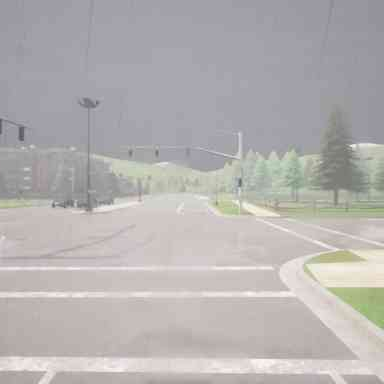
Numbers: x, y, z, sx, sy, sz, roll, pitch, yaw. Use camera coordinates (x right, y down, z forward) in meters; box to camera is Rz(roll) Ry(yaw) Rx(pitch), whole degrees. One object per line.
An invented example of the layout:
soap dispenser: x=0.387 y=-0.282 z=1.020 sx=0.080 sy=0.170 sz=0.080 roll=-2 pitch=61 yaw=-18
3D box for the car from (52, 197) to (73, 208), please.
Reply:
car: x=-18.438 y=1.491 z=47.741 sx=2.128 sy=1.511 sz=4.902 roll=0 pitch=0 yaw=0

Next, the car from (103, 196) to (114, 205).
car: x=-14.920 y=1.504 z=58.203 sx=1.837 sy=1.490 sz=4.892 roll=0 pitch=0 yaw=0

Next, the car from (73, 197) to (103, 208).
car: x=-14.934 y=1.547 z=48.121 sx=2.033 sy=1.411 sz=5.357 roll=0 pitch=0 yaw=0

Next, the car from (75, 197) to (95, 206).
car: x=-18.421 y=1.563 z=57.494 sx=1.994 sy=1.385 sz=4.181 roll=0 pitch=0 yaw=0
